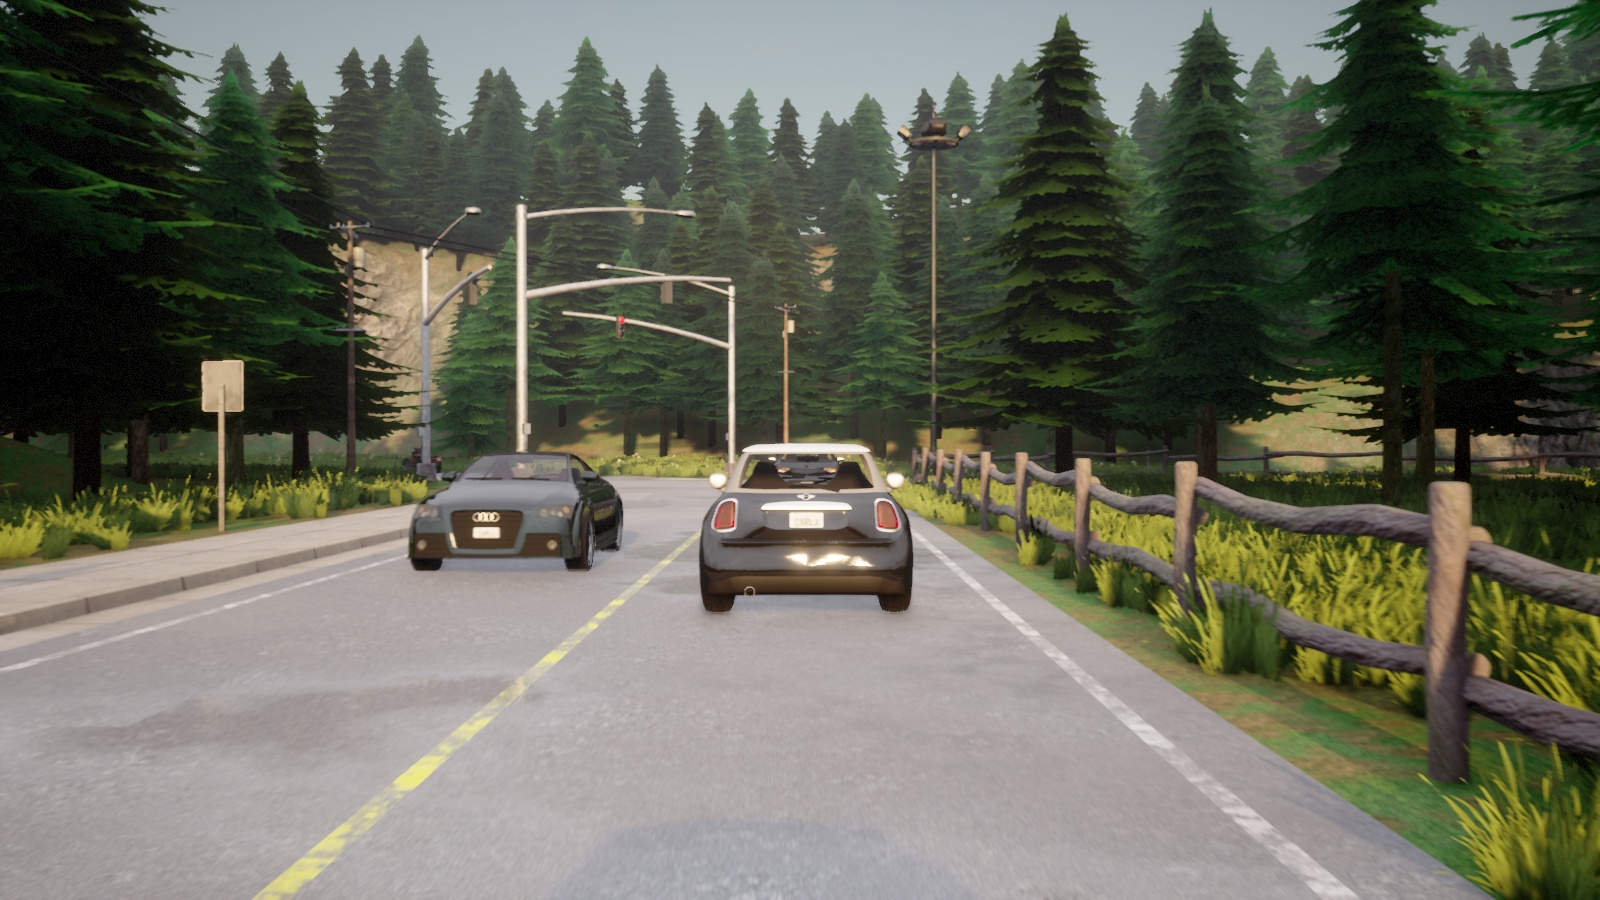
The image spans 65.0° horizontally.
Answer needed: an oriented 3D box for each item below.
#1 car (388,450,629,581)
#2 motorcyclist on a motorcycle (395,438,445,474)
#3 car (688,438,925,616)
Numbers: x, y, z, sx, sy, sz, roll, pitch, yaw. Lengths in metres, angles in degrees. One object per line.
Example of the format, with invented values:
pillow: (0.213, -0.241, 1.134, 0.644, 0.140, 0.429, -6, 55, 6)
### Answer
car: (-3.415, 0.703, 15.566, 1.994, 1.385, 4.181, 0, 0, 0)
motorcyclist on a motorcycle: (-17.728, 0.277, 58.569, 2.350, 1.649, 0.766, 0, 1, 27)
car: (0.066, 0.629, 12.371, 1.970, 1.475, 3.806, 0, 0, 0)
